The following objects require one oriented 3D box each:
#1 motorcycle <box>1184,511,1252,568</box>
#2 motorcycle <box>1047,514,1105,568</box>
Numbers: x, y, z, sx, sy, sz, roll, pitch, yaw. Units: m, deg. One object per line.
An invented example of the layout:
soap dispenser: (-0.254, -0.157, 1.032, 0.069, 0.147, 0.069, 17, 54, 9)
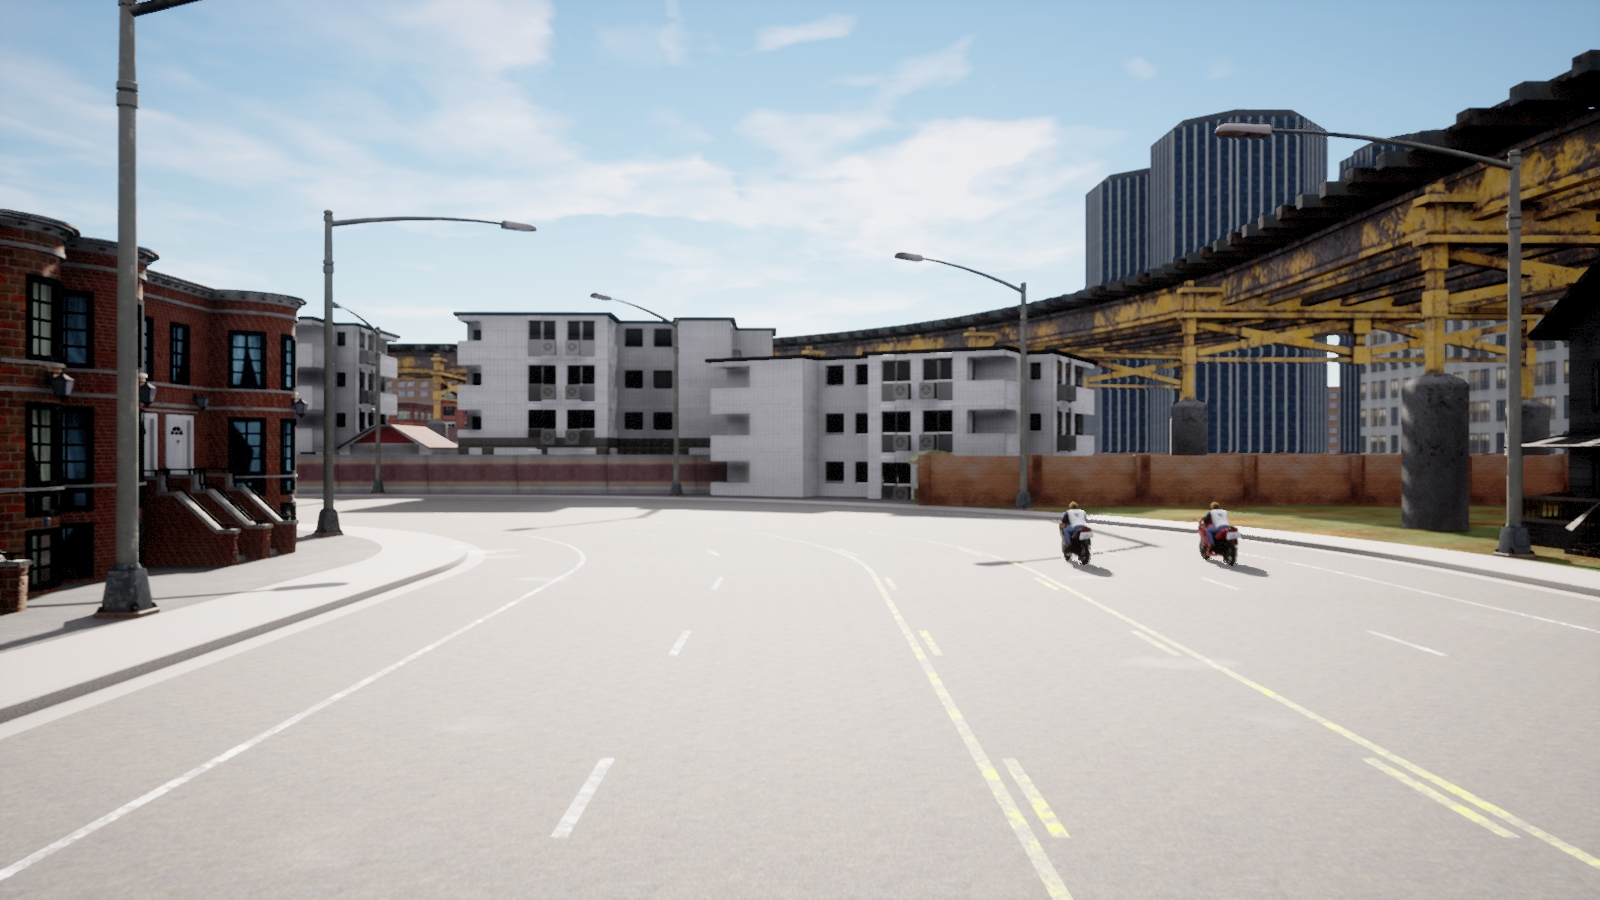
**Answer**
motorcycle: (10.274, 2.174, 28.131, 0.803, 1.224, 2.033, -1, 0, -4)
motorcycle: (6.782, 2.214, 28.134, 0.803, 1.145, 2.033, -1, 0, -4)
